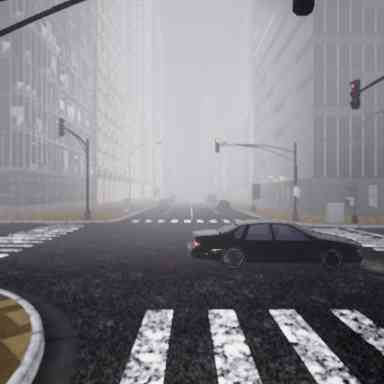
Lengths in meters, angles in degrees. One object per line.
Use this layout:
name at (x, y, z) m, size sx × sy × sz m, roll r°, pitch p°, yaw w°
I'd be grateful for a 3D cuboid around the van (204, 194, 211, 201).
van at (3.725, 1.346, 81.043) m, size 1.690 × 1.788 × 3.998 m, roll 0°, pitch 0°, yaw 0°

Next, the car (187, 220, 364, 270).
car at (2.513, 1.615, 10.718) m, size 5.357 × 1.411 × 2.033 m, roll 1°, pitch 0°, yaw -3°

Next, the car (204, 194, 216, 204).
car at (3.793, 1.332, 64.460) m, size 2.192 × 1.841 × 5.009 m, roll 0°, pitch 0°, yaw 0°

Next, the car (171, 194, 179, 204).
car at (-4.087, 1.583, 64.428) m, size 1.947 × 1.339 × 4.313 m, roll 0°, pitch 0°, yaw 0°

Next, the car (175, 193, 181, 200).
car at (-4.132, 1.448, 75.484) m, size 1.967 × 1.590 × 4.097 m, roll 0°, pitch 0°, yaw 0°

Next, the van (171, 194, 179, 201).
van at (-4.155, 1.345, 81.011) m, size 1.690 × 1.788 × 3.998 m, roll 0°, pitch 0°, yaw 0°

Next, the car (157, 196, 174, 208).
car at (-4.020, 1.607, 47.845) m, size 1.802 × 1.307 × 4.206 m, roll 0°, pitch 0°, yaw 0°

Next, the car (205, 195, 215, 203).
car at (3.770, 1.453, 69.988) m, size 1.967 × 1.590 × 4.097 m, roll 0°, pitch 0°, yaw 0°

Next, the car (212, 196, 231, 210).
car at (3.932, 1.592, 42.351) m, size 1.947 × 1.339 × 4.313 m, roll 0°, pitch 0°, yaw 0°

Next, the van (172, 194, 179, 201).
van at (-4.177, 1.341, 86.538) m, size 1.690 × 1.788 × 3.998 m, roll 0°, pitch 0°, yaw 0°
